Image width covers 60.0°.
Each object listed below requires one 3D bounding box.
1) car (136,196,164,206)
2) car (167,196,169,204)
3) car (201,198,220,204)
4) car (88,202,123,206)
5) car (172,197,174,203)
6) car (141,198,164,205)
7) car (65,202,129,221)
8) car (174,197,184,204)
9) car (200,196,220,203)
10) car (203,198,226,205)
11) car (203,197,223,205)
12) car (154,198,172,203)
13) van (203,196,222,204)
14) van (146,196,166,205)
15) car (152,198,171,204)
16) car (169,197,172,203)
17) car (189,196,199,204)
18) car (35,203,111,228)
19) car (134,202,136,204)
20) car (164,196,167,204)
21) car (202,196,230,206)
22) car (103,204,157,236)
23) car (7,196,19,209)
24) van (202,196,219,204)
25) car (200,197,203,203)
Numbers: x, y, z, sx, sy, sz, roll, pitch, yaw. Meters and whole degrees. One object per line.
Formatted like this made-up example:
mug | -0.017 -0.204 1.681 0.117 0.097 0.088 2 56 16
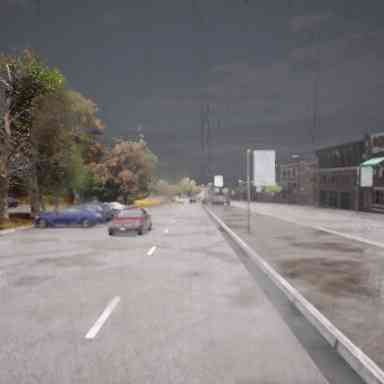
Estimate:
car | -8.191 1.918 60.962 5.008 1.535 2.097 0 0 0
car | -8.138 1.968 74.886 4.553 1.767 2.185 0 -1 0
car | 4.927 2.327 88.919 5.008 1.535 2.097 0 -1 0
car | -8.271 1.665 26.055 4.892 1.521 2.231 0 0 0
car | -7.973 2.274 86.020 5.366 1.575 1.946 0 -1 0
car | -8.180 2.054 69.316 4.674 1.452 2.002 0 -1 0
car | -8.275 1.687 29.329 5.008 1.535 2.097 0 0 0
car | -3.074 2.278 86.272 1.882 1.535 5.008 0 -1 0
car | 4.894 2.123 91.727 5.566 2.045 2.435 0 -1 0
car | 4.901 2.055 72.101 4.892 1.521 2.231 0 -1 0
car | 4.946 2.015 77.708 4.553 1.767 2.185 0 -1 0
car | -8.185 2.446 94.375 4.792 1.488 2.163 0 -1 0
van | 5.033 1.961 80.513 4.442 1.987 1.878 0 -1 0
van | -8.281 1.911 77.668 4.442 1.987 1.878 0 -1 0
car | -8.152 2.323 88.806 5.008 1.535 2.097 0 -1 0
car | -8.158 2.270 83.235 4.674 1.452 2.002 0 -1 0
car | 0.177 2.318 88.830 1.882 1.535 5.008 0 -1 0
car | -8.281 1.681 22.779 4.674 1.452 2.002 0 0 0
car | -8.260 1.750 32.477 4.674 1.452 2.002 0 0 0
car | -8.189 1.978 66.530 5.008 1.535 2.097 0 -1 0
car | 4.896 1.950 63.696 4.892 1.521 2.231 0 -1 0
car | -3.454 1.664 19.367 1.812 1.442 4.674 0 0 2
car | -26.546 1.307 45.840 4.553 1.767 2.097 1 2 0
van | 4.804 2.055 86.120 4.442 1.987 1.878 0 -1 0
car | 4.868 1.729 66.500 5.566 2.045 2.435 0 -1 0
